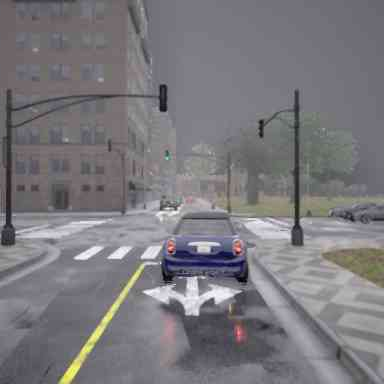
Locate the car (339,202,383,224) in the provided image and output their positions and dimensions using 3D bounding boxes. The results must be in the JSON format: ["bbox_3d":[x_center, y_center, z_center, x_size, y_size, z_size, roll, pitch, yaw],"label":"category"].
[{"bbox_3d":[13.398,1.581,24.202,4.181,1.385,1.994,0,-1,-1],"label":"car"}]

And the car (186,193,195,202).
[{"bbox_3d":[-0.362,1.335,81.783,2.150,2.045,5.566,0,0,0],"label":"car"}]

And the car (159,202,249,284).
[{"bbox_3d":[0.459,1.346,9.808,2.097,1.767,4.553,0,0,5],"label":"car"}]

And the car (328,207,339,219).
[{"bbox_3d":[13.818,1.540,27.464,4.902,1.511,2.128,0,-1,0],"label":"car"}]

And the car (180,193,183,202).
[{"bbox_3d":[-2.854,1.376,51.858,2.097,1.767,4.553,0,0,1],"label":"car"}]

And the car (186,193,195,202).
[{"bbox_3d":[-0.345,1.430,71.503,2.097,1.767,4.553,0,0,0],"label":"car"}]

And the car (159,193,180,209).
[{"bbox_3d":[-2.915,1.227,42.061,2.150,2.045,5.566,0,0,-2],"label":"car"}]
